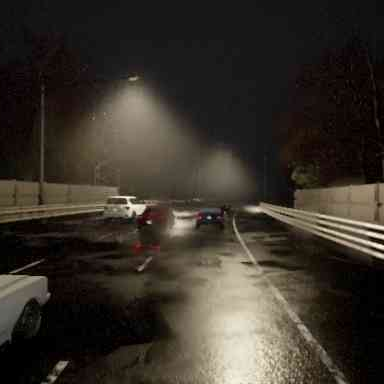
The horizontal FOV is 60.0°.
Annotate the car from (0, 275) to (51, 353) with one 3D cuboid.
[{"bbox_3d":[-3.321,1.599,3.449,1.895,1.301,4.718,0,0,1],"label":"car"}]

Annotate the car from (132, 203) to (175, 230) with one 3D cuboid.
[{"bbox_3d":[-2.285,1.639,21.881,1.812,1.442,4.674,0,-1,5],"label":"car"}]

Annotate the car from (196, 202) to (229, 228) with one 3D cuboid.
[{"bbox_3d":[1.351,1.688,23.251,2.033,1.411,5.357,0,-1,6],"label":"car"}]

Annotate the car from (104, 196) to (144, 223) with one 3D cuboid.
[{"bbox_3d":[-5.296,1.372,26.881,2.150,2.045,5.566,0,-1,6],"label":"car"}]

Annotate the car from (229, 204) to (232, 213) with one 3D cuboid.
[{"bbox_3d":[3.935,1.943,41.878,1.895,1.301,4.718,0,-1,10],"label":"car"}]
